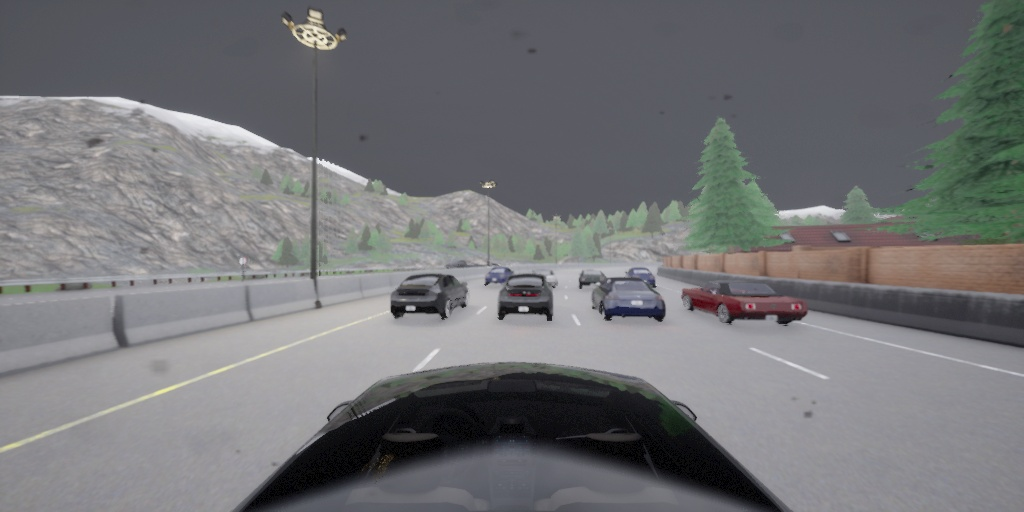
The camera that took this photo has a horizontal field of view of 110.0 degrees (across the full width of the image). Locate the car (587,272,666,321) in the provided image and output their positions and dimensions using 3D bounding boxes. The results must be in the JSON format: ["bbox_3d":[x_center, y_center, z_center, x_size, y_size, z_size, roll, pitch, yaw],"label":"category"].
[{"bbox_3d":[4.092,1.451,13.172,1.994,1.385,4.181,0,-1,6],"label":"car"}]

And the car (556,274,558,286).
[{"bbox_3d":[2.358,1.645,26.736,1.895,1.301,4.718,0,-1,11],"label":"car"}]

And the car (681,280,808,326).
[{"bbox_3d":[7.514,1.479,12.291,1.895,1.301,4.718,0,-1,6],"label":"car"}]

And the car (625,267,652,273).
[{"bbox_3d":[9.537,1.576,26.949,1.812,1.442,4.674,0,0,11],"label":"car"}]

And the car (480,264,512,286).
[{"bbox_3d":[-0.852,1.588,28.523,1.812,1.442,4.674,0,0,11],"label":"car"}]

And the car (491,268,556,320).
[{"bbox_3d":[0.592,1.392,13.351,1.837,1.490,4.892,0,0,6],"label":"car"}]

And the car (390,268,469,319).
[{"bbox_3d":[-2.907,1.392,13.523,1.837,1.490,4.892,0,0,6],"label":"car"}]

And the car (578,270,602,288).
[{"bbox_3d":[5.821,1.641,26.218,1.895,1.301,4.718,0,-1,11],"label":"car"}]
